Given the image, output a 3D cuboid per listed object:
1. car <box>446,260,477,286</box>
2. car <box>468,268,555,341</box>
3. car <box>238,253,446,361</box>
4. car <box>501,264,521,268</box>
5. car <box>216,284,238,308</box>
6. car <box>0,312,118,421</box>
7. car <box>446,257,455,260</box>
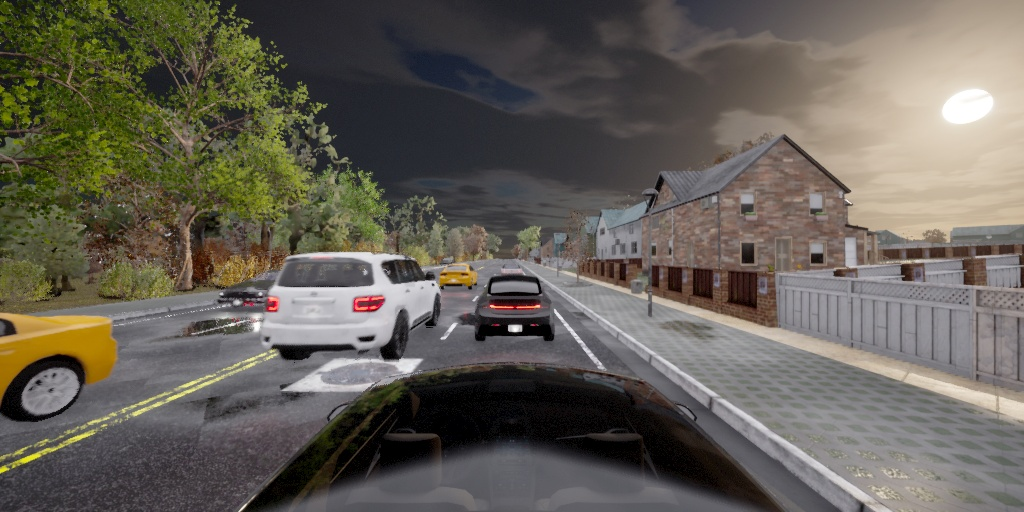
[{"bbox_3d":[-3.308,1.237,22.829,1.882,1.535,5.008,0,0,0],"label":"car"},{"bbox_3d":[0.052,1.258,9.869,1.837,1.490,4.892,0,0,0],"label":"car"},{"bbox_3d":[-3.186,0.971,8.396,2.150,2.045,5.566,0,0,0],"label":"car"},{"bbox_3d":[-0.086,1.366,33.244,1.895,1.301,4.718,0,0,-2],"label":"car"},{"bbox_3d":[-9.931,1.303,15.638,2.033,1.411,5.357,0,0,0],"label":"car"},{"bbox_3d":[-6.600,1.228,2.983,1.882,1.535,5.008,0,0,0],"label":"car"},{"bbox_3d":[-10.075,0.921,56.578,1.882,1.535,5.008,0,0,0],"label":"car"}]
